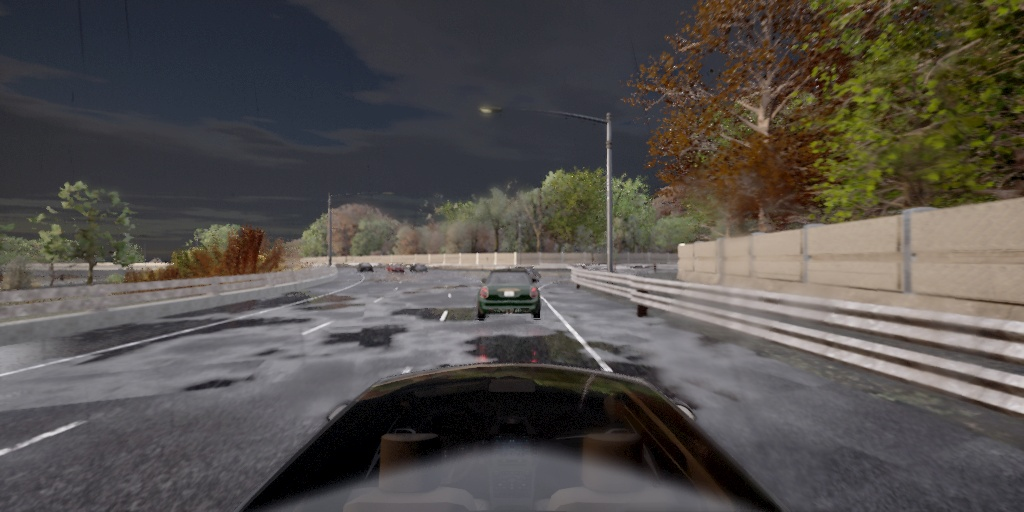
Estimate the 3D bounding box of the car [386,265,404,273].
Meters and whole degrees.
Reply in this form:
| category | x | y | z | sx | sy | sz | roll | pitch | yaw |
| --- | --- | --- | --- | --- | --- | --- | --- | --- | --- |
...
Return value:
| category | x | y | z | sx | sy | sz | roll | pitch | yaw |
| --- | --- | --- | --- | --- | --- | --- | --- | --- | --- |
| car | -18.060 | 1.985 | 55.304 | 1.895 | 1.301 | 4.718 | 0 | -1 | -30 |

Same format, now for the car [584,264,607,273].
| category | x | y | z | sx | sy | sz | roll | pitch | yaw |
| --- | --- | --- | --- | --- | --- | --- | --- | --- | --- |
| car | 10.795 | 1.709 | 46.166 | 1.837 | 1.490 | 4.892 | -2 | -2 | 43 |

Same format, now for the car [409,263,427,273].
| category | x | y | z | sx | sy | sz | roll | pitch | yaw |
| --- | --- | --- | --- | --- | --- | --- | --- | --- | --- |
| car | -14.863 | 1.882 | 56.669 | 2.128 | 1.511 | 4.902 | 0 | -1 | -30 |

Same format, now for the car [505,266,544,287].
| category | x | y | z | sx | sy | sz | roll | pitch | yaw |
| --- | --- | --- | --- | --- | --- | --- | --- | --- | --- |
| car | 1.120 | 1.590 | 28.863 | 2.033 | 1.411 | 5.357 | 0 | -1 | 14 |

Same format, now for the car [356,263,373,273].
| category | x | y | z | sx | sy | sz | roll | pitch | yaw |
| --- | --- | --- | --- | --- | --- | --- | --- | --- | --- |
| car | -23.891 | 1.909 | 58.105 | 1.882 | 1.535 | 5.008 | 0 | -1 | -32 |

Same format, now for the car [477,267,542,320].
| category | x | y | z | sx | sy | sz | roll | pitch | yaw |
| --- | --- | --- | --- | --- | --- | --- | --- | --- | --- |
| car | -0.107 | 1.230 | 13.434 | 2.097 | 1.767 | 4.553 | 0 | -1 | 0 |
